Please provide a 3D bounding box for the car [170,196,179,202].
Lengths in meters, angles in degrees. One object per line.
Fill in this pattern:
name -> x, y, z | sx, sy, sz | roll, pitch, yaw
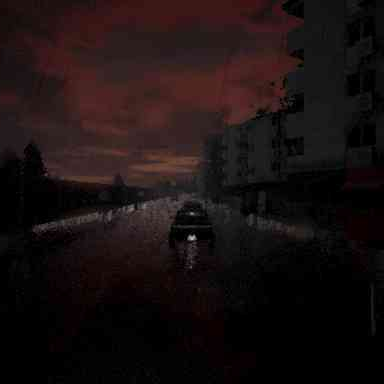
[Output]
car -> -3.995, 1.539, 77.115 | 1.895, 1.301, 4.718 | 0, 0, 0

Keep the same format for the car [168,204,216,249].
car -> 0.000, 1.495, 14.650 | 2.128, 1.511, 4.902 | 0, 0, 0

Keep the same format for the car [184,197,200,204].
car -> 0.000, 1.517, 29.650 | 1.837, 1.490, 4.892 | 0, 0, 0
